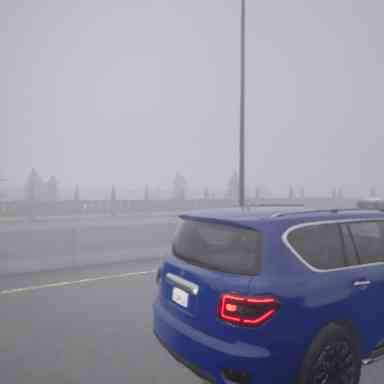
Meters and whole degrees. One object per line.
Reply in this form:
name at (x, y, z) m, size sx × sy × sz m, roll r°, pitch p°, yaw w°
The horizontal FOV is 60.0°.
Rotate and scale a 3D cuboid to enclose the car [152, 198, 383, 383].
car at (2.144, 1.216, 4.967) m, size 5.566 × 2.045 × 2.150 m, roll 0°, pitch 0°, yaw -32°
